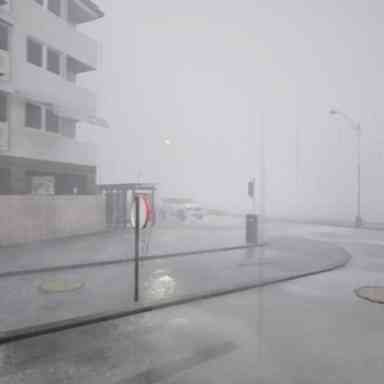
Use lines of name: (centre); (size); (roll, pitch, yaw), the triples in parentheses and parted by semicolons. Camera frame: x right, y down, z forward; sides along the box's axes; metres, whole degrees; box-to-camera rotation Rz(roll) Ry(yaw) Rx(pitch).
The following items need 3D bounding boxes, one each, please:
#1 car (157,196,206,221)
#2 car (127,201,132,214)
car: (-1.084, 1.436, 30.424); (2.150, 2.045, 5.566); (1, -1, -35)
car: (-6.773, 1.740, 38.411); (1.812, 1.442, 4.674); (1, -1, -35)
